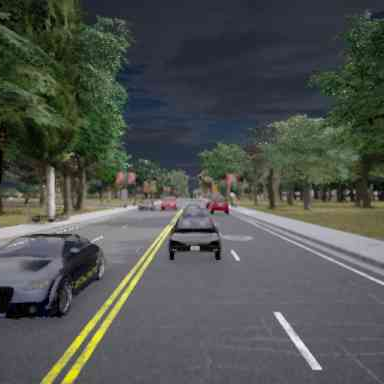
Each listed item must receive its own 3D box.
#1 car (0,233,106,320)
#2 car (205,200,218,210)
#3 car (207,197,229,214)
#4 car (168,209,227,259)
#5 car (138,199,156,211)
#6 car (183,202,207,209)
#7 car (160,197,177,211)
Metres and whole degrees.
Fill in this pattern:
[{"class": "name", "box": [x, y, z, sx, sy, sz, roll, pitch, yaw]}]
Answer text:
[{"class": "car", "box": [-3.349, 1.643, 7.472, 1.994, 1.385, 4.181, 0, -1, 0]}, {"class": "car", "box": [3.252, 2.068, 55.524, 1.882, 1.535, 5.008, 0, -1, 0]}, {"class": "car", "box": [3.352, 1.660, 41.393, 2.150, 2.045, 5.566, 0, 0, 0]}, {"class": "car", "box": [0.100, 1.630, 13.169, 2.128, 1.511, 4.902, 0, -1, 0]}, {"class": "car", "box": [-6.572, 1.869, 48.732, 2.097, 1.767, 4.553, 0, -1, 0]}, {"class": "car", "box": [0.102, 1.893, 31.254, 1.994, 1.385, 4.181, 0, -1, 0]}, {"class": "car", "box": [-3.323, 1.738, 48.788, 2.150, 2.045, 5.566, 0, 0, 0]}]
